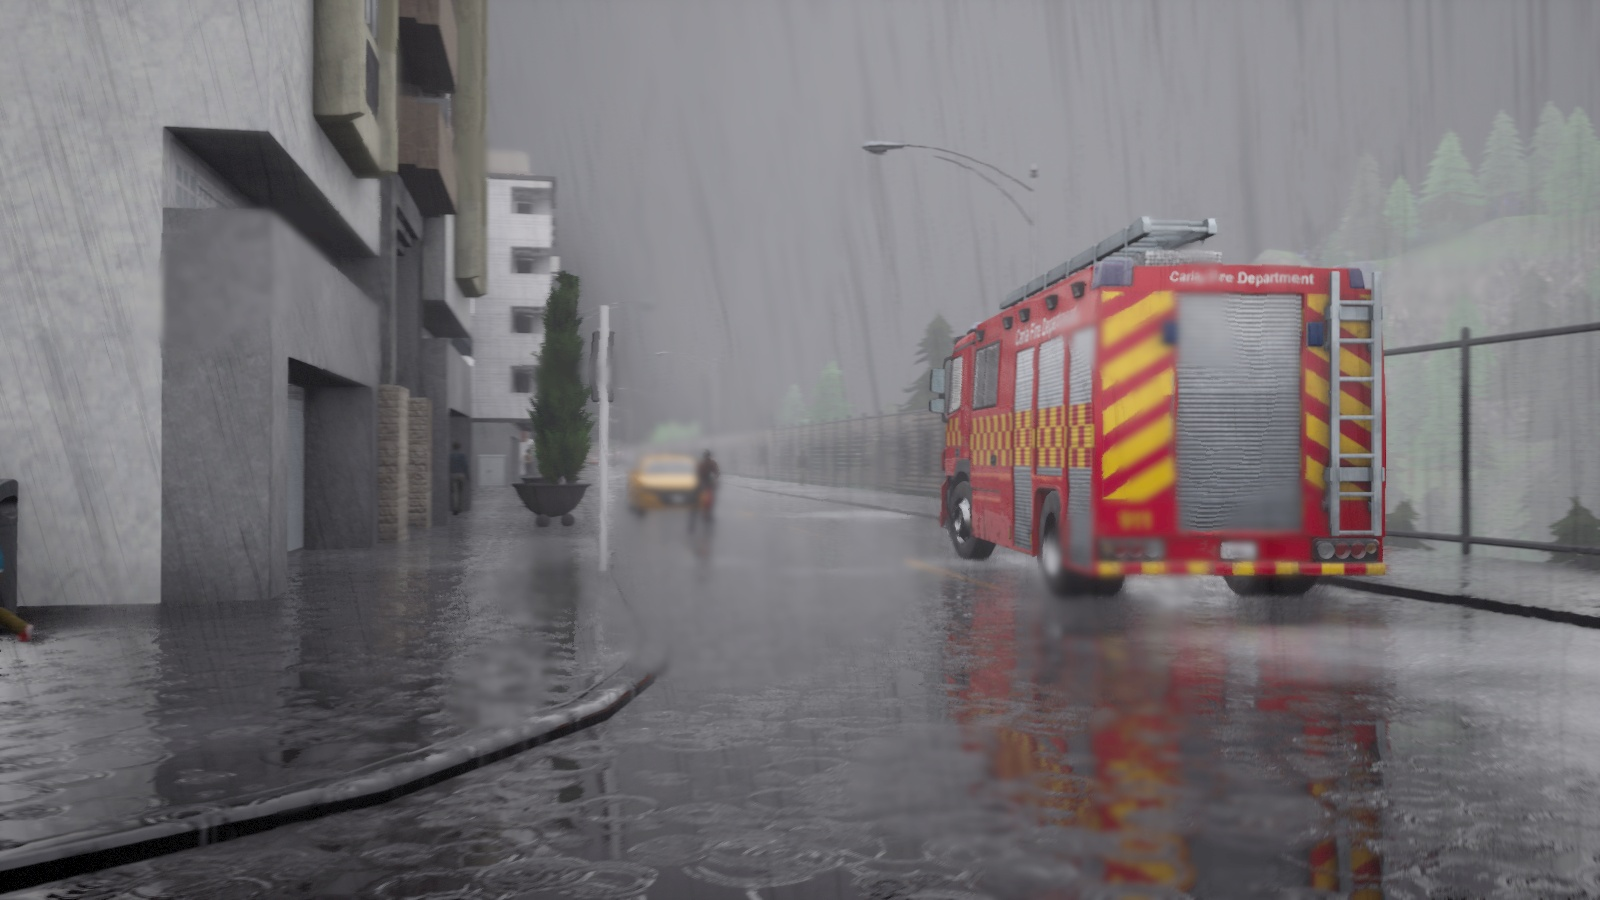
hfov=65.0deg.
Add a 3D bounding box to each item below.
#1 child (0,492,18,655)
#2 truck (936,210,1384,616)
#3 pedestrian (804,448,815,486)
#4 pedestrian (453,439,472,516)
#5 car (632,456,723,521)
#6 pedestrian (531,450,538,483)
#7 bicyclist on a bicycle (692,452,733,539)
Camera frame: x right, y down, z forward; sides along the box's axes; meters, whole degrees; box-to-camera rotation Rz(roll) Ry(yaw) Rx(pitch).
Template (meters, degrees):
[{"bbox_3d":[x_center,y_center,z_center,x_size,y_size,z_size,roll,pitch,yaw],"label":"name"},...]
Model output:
[{"bbox_3d":[-6.086,0.918,9.349,0.448,1.192,0.343,0,0,-32],"label":"child"},{"bbox_3d":[3.892,-0.332,16.165,2.891,3.827,8.468,0,0,-3],"label":"truck"},{"bbox_3d":[0.447,0.818,61.117,0.431,1.840,0.703,0,0,-9],"label":"pedestrian"},{"bbox_3d":[-8.096,0.657,30.141,0.370,1.835,0.726,0,0,-11],"label":"pedestrian"},{"bbox_3d":[-3.246,0.925,32.357,1.882,1.535,5.008,0,0,-11],"label":"car"},{"bbox_3d":[-14.556,0.905,68.789,0.345,1.836,0.594,0,0,-9],"label":"pedestrian"},{"bbox_3d":[-1.698,0.848,24.192,0.582,1.620,1.656,0,0,-11],"label":"bicyclist on a bicycle"}]
